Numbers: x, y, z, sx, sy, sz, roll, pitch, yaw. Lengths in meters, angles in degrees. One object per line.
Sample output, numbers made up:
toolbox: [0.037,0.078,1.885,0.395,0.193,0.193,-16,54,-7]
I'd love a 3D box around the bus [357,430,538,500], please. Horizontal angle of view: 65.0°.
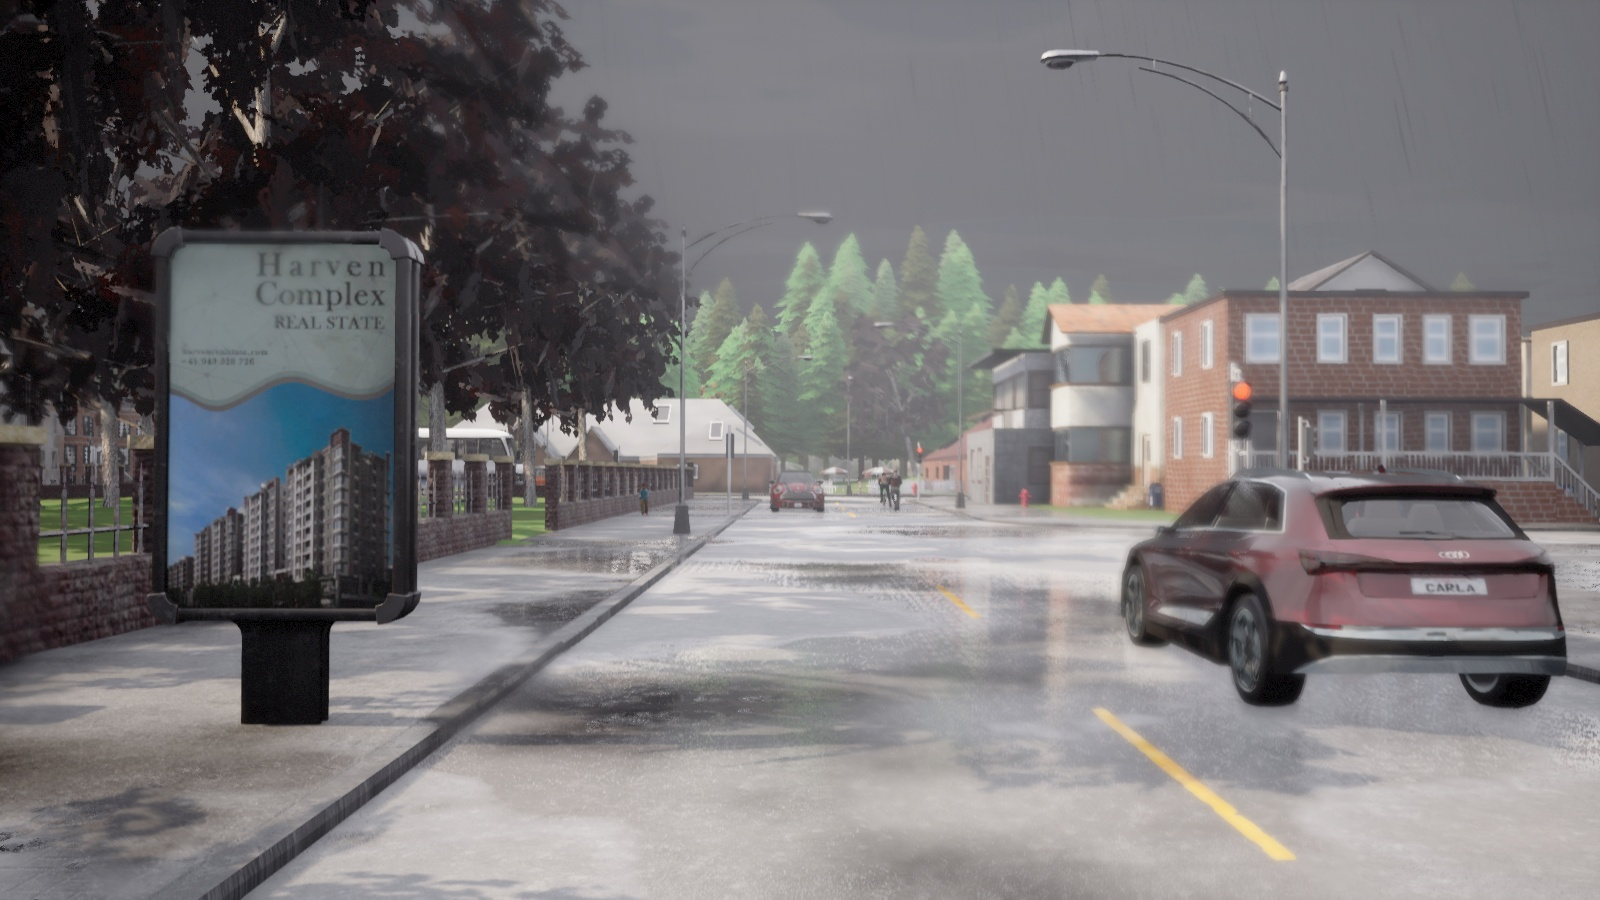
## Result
bus: [-21.913,0.961,78.646,10.273,4.253,3.944,0,-1,-1]

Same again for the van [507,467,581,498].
van: [-16.812,2.141,82.599,4.442,1.987,1.775,0,-1,3]

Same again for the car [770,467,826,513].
car: [-0.128,1.615,51.574,2.097,1.767,4.553,0,-1,-3]

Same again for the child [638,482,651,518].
child: [-5.317,1.711,42.967,0.343,1.192,0.448,0,-1,3]

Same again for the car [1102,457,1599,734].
car: [3.990,0.912,9.939,2.033,1.649,4.856,0,-1,0]
